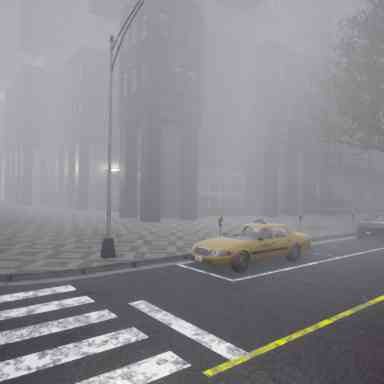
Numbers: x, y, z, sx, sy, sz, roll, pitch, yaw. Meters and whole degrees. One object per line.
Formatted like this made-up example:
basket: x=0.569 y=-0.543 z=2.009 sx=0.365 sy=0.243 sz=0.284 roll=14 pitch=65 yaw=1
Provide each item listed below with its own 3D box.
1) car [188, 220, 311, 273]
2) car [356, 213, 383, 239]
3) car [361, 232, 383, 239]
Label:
car: x=2.075 y=1.632 z=11.121 sx=4.829 sy=1.417 sz=1.752 roll=1 pitch=0 yaw=-39
car: x=10.471 y=1.808 z=17.833 sx=4.507 sy=1.381 sz=1.887 roll=1 pitch=0 yaw=-39
car: x=5.595 y=1.603 z=6.553 sx=4.902 sy=1.511 sz=2.128 roll=1 pitch=-1 yaw=-39
